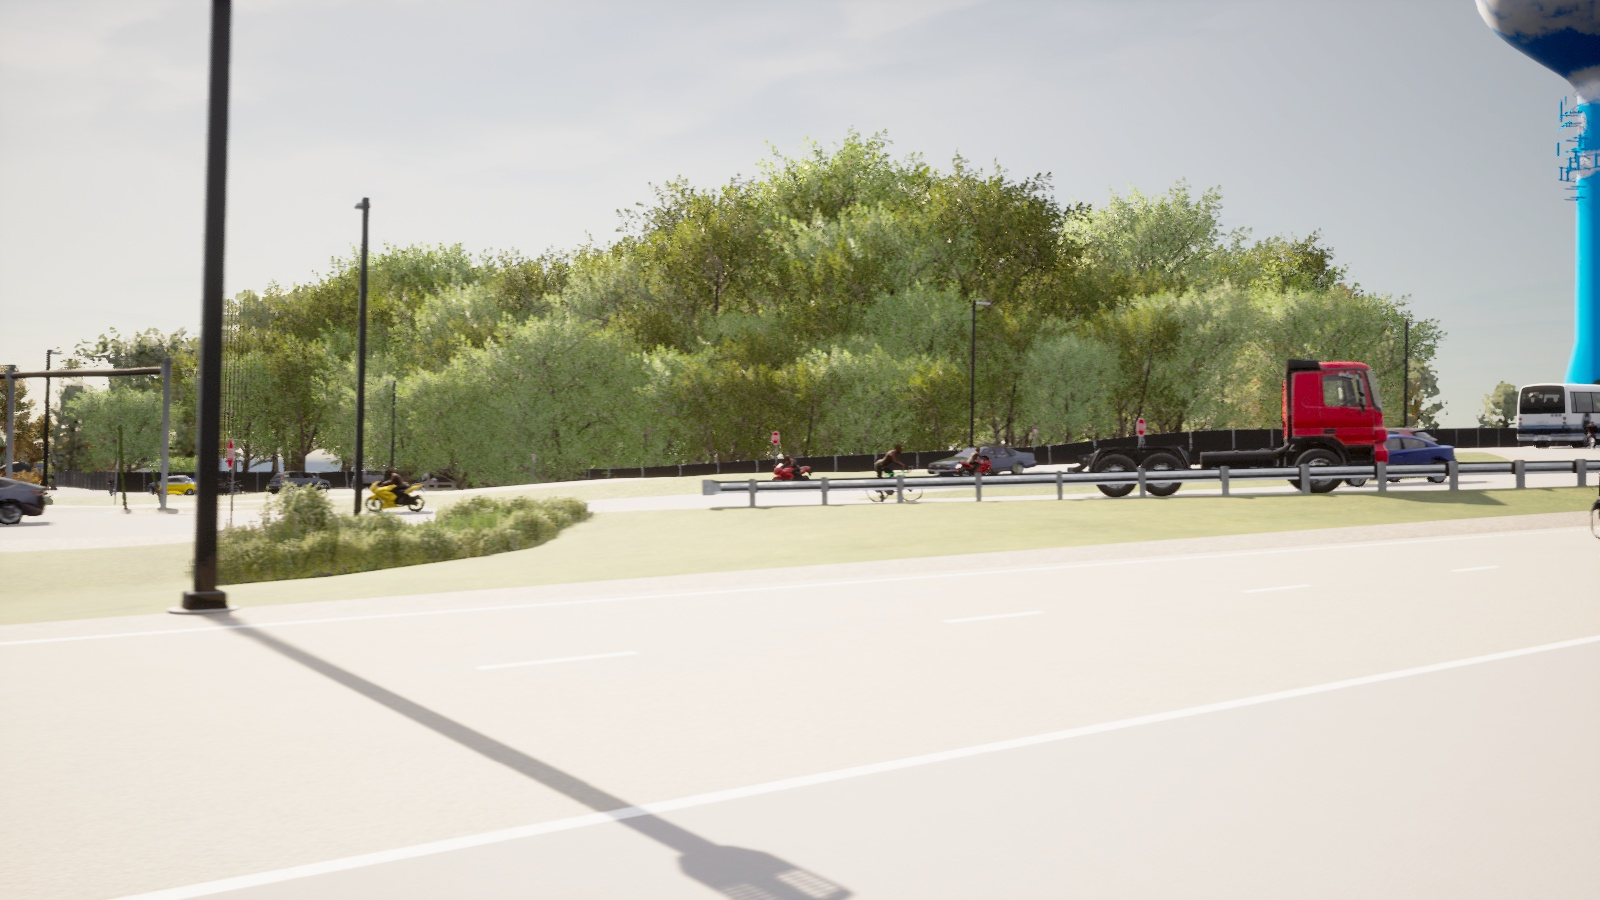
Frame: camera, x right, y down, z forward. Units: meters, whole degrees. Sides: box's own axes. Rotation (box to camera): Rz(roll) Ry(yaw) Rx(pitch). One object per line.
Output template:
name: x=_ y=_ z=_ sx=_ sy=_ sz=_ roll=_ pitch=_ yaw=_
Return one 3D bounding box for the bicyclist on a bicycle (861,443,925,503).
bicyclist on a bicycle: x=2.591 y=0.646 z=35.028 sx=1.656 sy=1.620 sz=0.582 roll=-2 pitch=-2 yaw=19

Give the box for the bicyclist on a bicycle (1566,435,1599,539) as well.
bicyclist on a bicycle: x=14.292 y=0.634 z=22.135 sx=1.843 sy=1.776 sz=0.659 roll=0 pitch=0 yaw=-35

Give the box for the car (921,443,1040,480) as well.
car: x=8.418 y=0.503 z=58.425 sx=5.357 sy=1.411 sz=2.033 roll=-4 pitch=2 yaw=-30

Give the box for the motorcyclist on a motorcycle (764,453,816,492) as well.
motorcyclist on a motorcycle: x=-0.412 y=0.944 z=52.489 sx=2.044 sy=1.523 sz=0.797 roll=-3 pitch=1 yaw=-34

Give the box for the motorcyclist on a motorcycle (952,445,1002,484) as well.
motorcyclist on a motorcycle: x=7.574 y=0.606 z=53.663 sx=2.044 sy=1.523 sz=0.797 roll=-3 pitch=2 yaw=-34

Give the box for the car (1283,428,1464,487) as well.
car: x=17.277 y=0.215 z=37.821 sx=5.008 sy=1.535 sz=1.882 roll=-2 pitch=0 yaw=-19

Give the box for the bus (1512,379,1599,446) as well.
bus: x=52.477 y=-2.516 z=84.622 sx=10.273 sy=4.253 sz=3.944 roll=-1 pitch=1 yaw=-37

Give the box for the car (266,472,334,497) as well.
car: x=-34.895 y=2.378 z=87.712 sx=1.851 sy=1.617 sz=3.988 roll=-1 pitch=-1 yaw=39

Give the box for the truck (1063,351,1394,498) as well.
truck: x=11.270 y=-0.591 z=33.681 sx=7.936 sy=3.462 sz=2.891 roll=-2 pitch=-1 yaw=16

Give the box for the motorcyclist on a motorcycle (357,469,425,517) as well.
motorcyclist on a motorcycle: x=-13.802 y=1.436 z=42.387 sx=2.044 sy=1.523 sz=0.797 roll=-1 pitch=1 yaw=-8

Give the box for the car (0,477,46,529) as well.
car: x=-25.157 y=1.603 z=37.177 sx=4.792 sy=1.488 sz=2.163 roll=-1 pitch=0 yaw=-32

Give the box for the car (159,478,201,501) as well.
car: x=-39.266 y=2.466 z=79.544 sx=2.207 sy=1.376 sz=1.481 roll=-1 pitch=0 yaw=-18

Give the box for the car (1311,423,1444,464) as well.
car: x=25.256 y=-0.261 z=55.044 sx=2.033 sy=1.649 sz=4.856 roll=-3 pitch=1 yaw=-39
